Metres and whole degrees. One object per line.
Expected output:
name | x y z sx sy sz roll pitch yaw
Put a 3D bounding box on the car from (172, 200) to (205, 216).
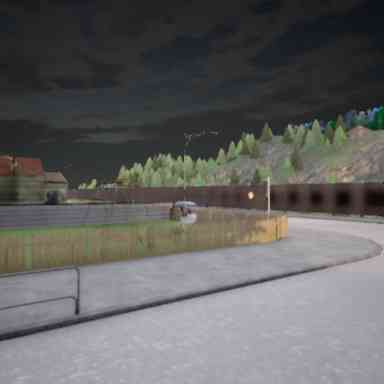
car | -0.522 1.589 34.207 1.812 1.442 4.674 0 0 -35
